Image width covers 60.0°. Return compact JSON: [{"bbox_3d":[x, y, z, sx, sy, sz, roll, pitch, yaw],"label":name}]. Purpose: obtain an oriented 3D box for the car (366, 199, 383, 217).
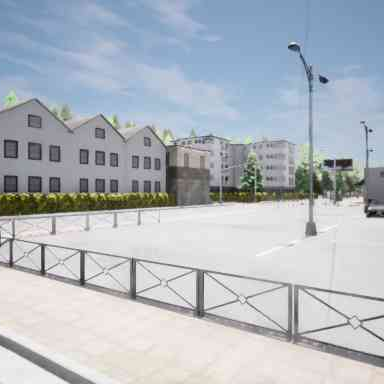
[{"bbox_3d":[15.364,1.298,26.852,2.007,1.523,4.514,0,0,35],"label":"car"}]
